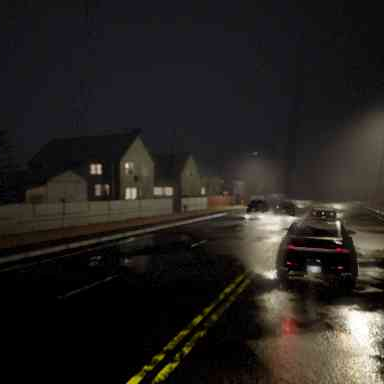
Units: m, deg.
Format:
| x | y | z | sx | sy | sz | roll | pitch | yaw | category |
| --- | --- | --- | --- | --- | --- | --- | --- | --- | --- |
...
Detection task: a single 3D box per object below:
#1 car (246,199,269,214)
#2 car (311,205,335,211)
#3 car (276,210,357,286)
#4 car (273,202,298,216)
| x | y | z | sx | sy | sz | roll | pitch | yaw | category |
| --- | --- | --- | --- | --- | --- | --- | --- | --- | --- |
| 7.174 | 1.572 | 36.252 | 1.837 | 1.490 | 4.892 | 0 | 0 | 22 | car |
| 10.859 | 1.687 | 27.504 | 1.895 | 1.301 | 4.718 | 0 | 0 | 22 | car |
| 3.653 | 1.525 | 9.720 | 2.128 | 1.511 | 4.902 | 0 | 0 | 22 | car |
| 9.231 | 1.642 | 32.673 | 1.994 | 1.385 | 4.181 | 0 | 0 | 22 | car |
